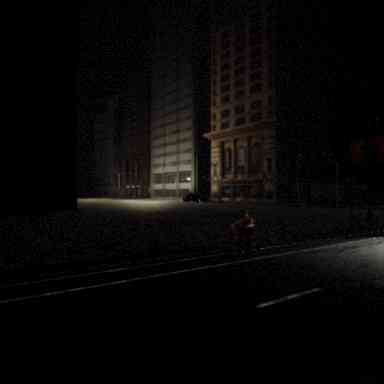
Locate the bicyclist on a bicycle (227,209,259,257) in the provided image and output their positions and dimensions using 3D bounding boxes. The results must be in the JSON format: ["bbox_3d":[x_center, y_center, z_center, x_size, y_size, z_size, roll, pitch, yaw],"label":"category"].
[{"bbox_3d":[1.801,1.413,11.606,1.509,1.612,0.866,0,0,-36],"label":"bicyclist on a bicycle"}]

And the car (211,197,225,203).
[{"bbox_3d":[4.457,1.603,67.824,1.895,1.301,4.718,0,0,-35],"label":"car"}]

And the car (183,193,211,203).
[{"bbox_3d":[0.767,1.236,67.783,2.150,2.045,5.566,0,0,-35],"label":"car"}]

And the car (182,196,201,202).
[{"bbox_3d":[-0.190,1.453,74.325,1.895,1.301,4.718,0,0,-35],"label":"car"}]
